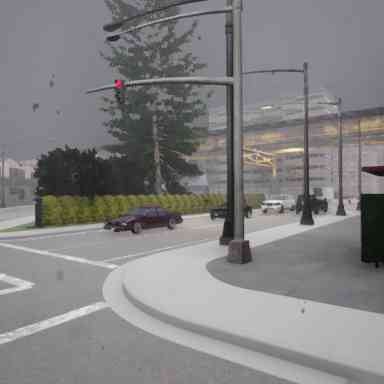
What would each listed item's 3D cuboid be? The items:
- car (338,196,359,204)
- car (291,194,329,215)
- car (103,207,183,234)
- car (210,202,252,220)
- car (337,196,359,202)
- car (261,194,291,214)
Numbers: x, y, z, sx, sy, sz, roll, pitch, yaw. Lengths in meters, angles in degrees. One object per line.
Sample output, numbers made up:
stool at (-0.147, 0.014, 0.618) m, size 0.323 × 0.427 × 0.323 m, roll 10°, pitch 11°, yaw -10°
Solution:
car at (31.920, 1.526, 67.970) m, size 4.974 × 1.542 × 2.038 m, roll 0°, pitch 0°, yaw -29°
car at (12.706, 1.249, 35.062) m, size 2.150 × 2.045 × 5.566 m, roll -1°, pitch 0°, yaw 36°
car at (-2.718, 1.607, 20.044) m, size 2.033 × 1.411 × 5.357 m, roll -1°, pitch 0°, yaw 36°
car at (3.404, 1.540, 28.490) m, size 1.882 × 1.535 × 5.008 m, roll -1°, pitch 0°, yaw 36°
car at (31.964, 1.368, 67.997) m, size 4.536 × 1.218 × 1.853 m, roll 0°, pitch 0°, yaw -29°
car at (9.707, 1.286, 37.154) m, size 2.150 × 2.045 × 5.566 m, roll -1°, pitch 0°, yaw 36°
